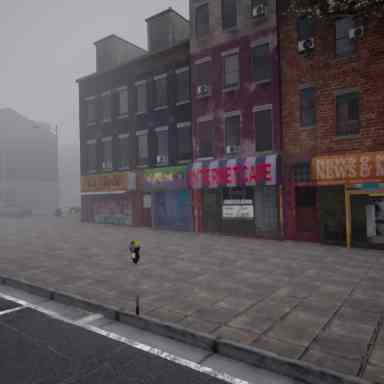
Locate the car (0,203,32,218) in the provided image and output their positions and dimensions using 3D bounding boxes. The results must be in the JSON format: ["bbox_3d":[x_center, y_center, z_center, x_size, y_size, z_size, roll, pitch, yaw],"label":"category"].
[{"bbox_3d":[-16.227,1.630,28.949,1.994,1.385,4.181,-2,-1,36],"label":"car"}]

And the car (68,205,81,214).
[{"bbox_3d":[-10.772,1.609,36.538,2.033,1.411,5.357,-2,-1,35],"label":"car"}]
